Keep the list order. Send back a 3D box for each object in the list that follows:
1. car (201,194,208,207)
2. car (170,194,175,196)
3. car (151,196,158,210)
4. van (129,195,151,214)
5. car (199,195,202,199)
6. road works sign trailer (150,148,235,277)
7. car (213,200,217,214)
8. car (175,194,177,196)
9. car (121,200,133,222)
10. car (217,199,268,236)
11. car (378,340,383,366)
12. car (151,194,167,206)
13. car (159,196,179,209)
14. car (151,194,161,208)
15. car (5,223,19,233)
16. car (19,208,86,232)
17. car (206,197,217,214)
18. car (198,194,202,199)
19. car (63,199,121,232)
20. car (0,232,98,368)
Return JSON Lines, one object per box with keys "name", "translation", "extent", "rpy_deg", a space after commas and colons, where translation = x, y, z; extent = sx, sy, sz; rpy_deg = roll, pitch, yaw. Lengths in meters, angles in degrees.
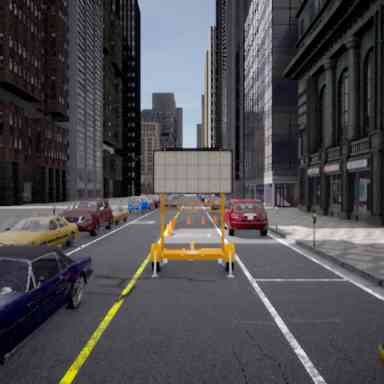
{"name": "car", "translation": [2.878, 1.447, 52.090], "extent": [1.967, 1.590, 4.097], "rpy_deg": [0, 0, 0]}
{"name": "car", "translation": [-5.595, 1.587, 74.668], "extent": [1.947, 1.339, 4.313], "rpy_deg": [0, 0, 0]}
{"name": "car", "translation": [-5.673, 1.552, 40.823], "extent": [2.008, 1.369, 4.403], "rpy_deg": [0, 0, 0]}
{"name": "van", "translation": [-5.686, 1.340, 35.183], "extent": [1.690, 1.788, 3.998], "rpy_deg": [0, 0, 0]}
{"name": "car", "translation": [2.904, 1.580, 63.372], "extent": [1.947, 1.339, 4.313], "rpy_deg": [0, 0, 0]}
{"name": "road works sign trailer", "translation": [0.023, 0.461, 10.163], "extent": [2.380, 3.560, 2.880], "rpy_deg": [0, 0, 0]}
{"name": "car", "translation": [2.814, 1.547, 23.889], "extent": [2.008, 1.369, 4.403], "rpy_deg": [0, 0, 0]}
{"name": "car", "translation": [-5.570, 1.579, 85.949], "extent": [2.008, 1.369, 4.403], "rpy_deg": [0, 0, 0]}
{"name": "car", "translation": [-5.711, 1.522, 23.731], "extent": [1.752, 1.417, 4.829], "rpy_deg": [0, 0, 0]}
{"name": "car", "translation": [2.801, 1.311, 18.248], "extent": [2.192, 1.841, 5.009], "rpy_deg": [0, 0, 0]}
{"name": "car", "translation": [2.763, 1.525, 1.497], "extent": [1.752, 1.417, 4.829], "rpy_deg": [0, 0, 0]}
{"name": "car", "translation": [-5.635, 1.326, 57.745], "extent": [2.192, 1.841, 5.009], "rpy_deg": [0, 0, 0]}
{"name": "car", "translation": [-2.994, 1.604, 45.682], "extent": [1.895, 1.301, 4.718], "rpy_deg": [0, 0, 0]}
{"name": "car", "translation": [-5.661, 1.319, 46.464], "extent": [2.192, 1.841, 5.009], "rpy_deg": [0, 0, 0]}
{"name": "car", "translation": [-5.750, 1.523, 6.809], "extent": [1.752, 1.417, 4.829], "rpy_deg": [0, 0, 0]}
{"name": "car", "translation": [-5.737, 1.522, 12.450], "extent": [1.752, 1.417, 4.829], "rpy_deg": [0, 0, 0]}
{"name": "car", "translation": [2.840, 1.549, 35.170], "extent": [2.008, 1.369, 4.403], "rpy_deg": [0, 0, 0]}
{"name": "car", "translation": [2.942, 1.569, 80.294], "extent": [1.887, 1.381, 4.507], "rpy_deg": [0, 0, 0]}
{"name": "car", "translation": [-5.724, 1.311, 18.260], "extent": [2.192, 1.841, 5.009], "rpy_deg": [0, 0, 0]}
{"name": "car", "translation": [-3.088, 1.599, 5.071], "extent": [1.895, 1.301, 4.718], "rpy_deg": [0, 0, 0]}
